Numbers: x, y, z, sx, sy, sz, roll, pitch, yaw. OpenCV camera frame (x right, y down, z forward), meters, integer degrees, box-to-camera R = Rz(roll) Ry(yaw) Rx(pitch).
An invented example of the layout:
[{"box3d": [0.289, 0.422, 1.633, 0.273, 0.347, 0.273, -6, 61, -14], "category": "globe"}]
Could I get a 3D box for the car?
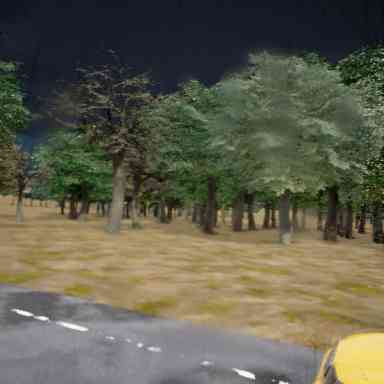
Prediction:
[{"box3d": [3.792, 1.756, 2.528, 5.366, 1.575, 1.801, 0, -4, 29], "category": "car"}]
